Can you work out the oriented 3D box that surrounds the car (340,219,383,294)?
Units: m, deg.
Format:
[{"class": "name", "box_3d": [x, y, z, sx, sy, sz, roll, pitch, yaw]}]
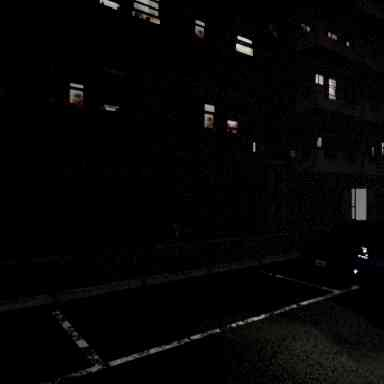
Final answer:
[{"class": "car", "box_3d": [6.025, 1.221, 7.671, 5.566, 2.045, 2.150, 0, 0, -35]}]

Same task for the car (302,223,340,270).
[{"class": "car", "box_3d": [5.279, 1.566, 10.320, 4.313, 1.339, 1.947, 0, 0, -35]}]
